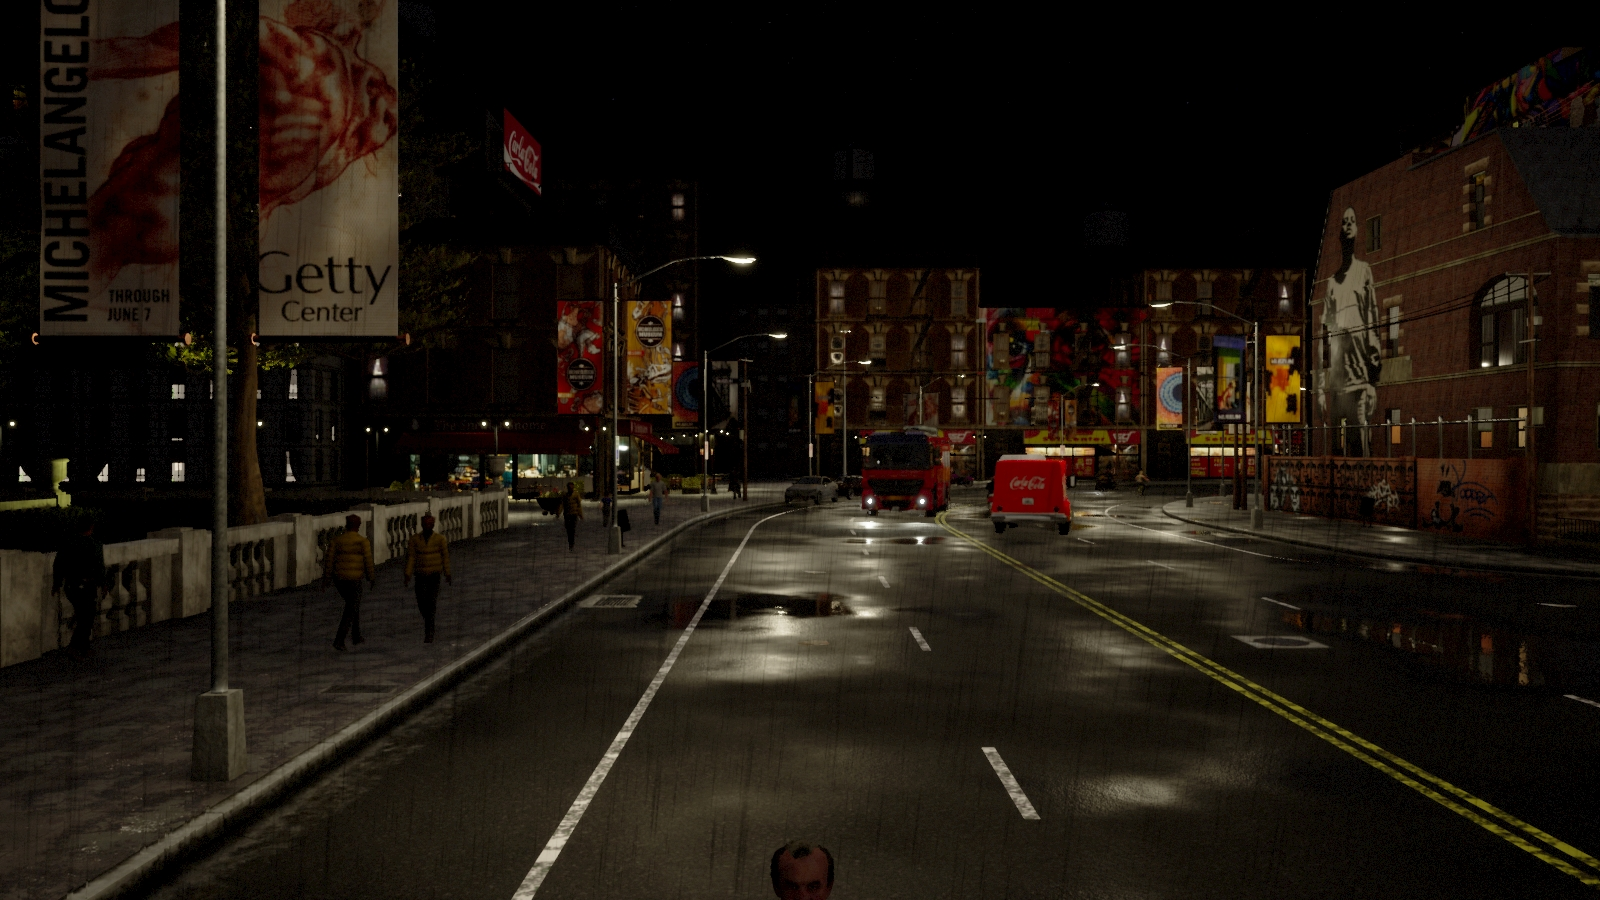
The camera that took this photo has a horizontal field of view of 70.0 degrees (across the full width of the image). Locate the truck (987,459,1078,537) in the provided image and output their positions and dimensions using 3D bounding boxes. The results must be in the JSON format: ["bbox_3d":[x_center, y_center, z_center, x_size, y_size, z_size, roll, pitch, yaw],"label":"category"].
[{"bbox_3d":[8.183,1.567,39.746,2.627,2.467,5.204,0,0,17],"label":"truck"}]

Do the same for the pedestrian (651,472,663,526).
[{"bbox_3d":[-4.984,1.696,39.909,0.375,1.860,0.375,0,0,-13],"label":"pedestrian"}]

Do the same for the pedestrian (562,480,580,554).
[{"bbox_3d":[-5.797,1.696,28.954,0.375,1.860,0.375,0,0,2],"label":"pedestrian"}]

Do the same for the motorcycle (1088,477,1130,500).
[{"bbox_3d":[17.742,2.205,65.557,2.209,1.251,0.867,0,0,7],"label":"motorcycle"}]

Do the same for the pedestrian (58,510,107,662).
[{"bbox_3d":[-9.000,1.698,14.337,0.375,1.860,0.375,0,0,-1],"label":"pedestrian"}]

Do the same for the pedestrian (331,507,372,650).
[{"bbox_3d":[-5.950,1.697,15.170,0.375,1.860,0.375,0,0,4],"label":"pedestrian"}]

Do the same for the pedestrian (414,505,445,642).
[{"bbox_3d":[-5.135,1.696,15.837,0.375,1.860,0.375,0,0,-11],"label":"pedestrian"}]

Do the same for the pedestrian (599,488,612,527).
[{"bbox_3d":[-6.685,1.978,39.286,0.375,1.300,0.375,0,0,-1],"label":"pedestrian"}]

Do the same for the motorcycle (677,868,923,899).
[{"bbox_3d":[-0.002,2.182,3.374,0.856,1.236,1.805,0,0,0],"label":"motorcycle"}]
